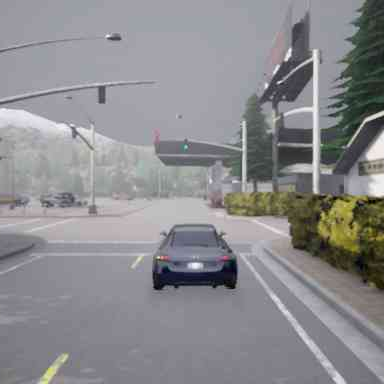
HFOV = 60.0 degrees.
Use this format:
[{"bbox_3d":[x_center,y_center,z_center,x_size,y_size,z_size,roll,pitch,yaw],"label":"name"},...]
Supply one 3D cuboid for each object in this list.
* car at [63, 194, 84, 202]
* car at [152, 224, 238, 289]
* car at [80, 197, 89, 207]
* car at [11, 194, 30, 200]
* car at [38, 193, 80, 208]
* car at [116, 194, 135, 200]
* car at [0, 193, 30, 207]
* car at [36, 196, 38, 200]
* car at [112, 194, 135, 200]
[{"bbox_3d":[-24.049,1.222,67.796,3.633,1.501,1.845,0,0,-1],"label":"car"},{"bbox_3d":[0.031,1.551,9.153,1.994,1.385,4.181,0,0,-1],"label":"car"},{"bbox_3d":[-16.189,1.295,45.431,3.806,1.475,1.970,0,0,-1],"label":"car"},{"bbox_3d":[-42.552,1.254,82.657,3.633,1.501,1.845,0,0,-1],"label":"car"},{"bbox_3d":[-16.780,1.016,42.103,3.866,1.878,1.905,0,0,-1],"label":"car"},{"bbox_3d":[-16.518,1.220,82.824,4.514,1.523,2.007,0,0,-1],"label":"car"},{"bbox_3d":[-24.668,1.032,45.342,4.605,1.855,1.932,0,0,-1],"label":"car"},{"bbox_3d":[-24.031,1.215,57.803,4.514,1.523,2.007,0,0,-1],"label":"car"},{"bbox_3d":[-16.447,1.215,79.688,5.027,1.636,2.152,0,0,-1],"label":"car"}]
